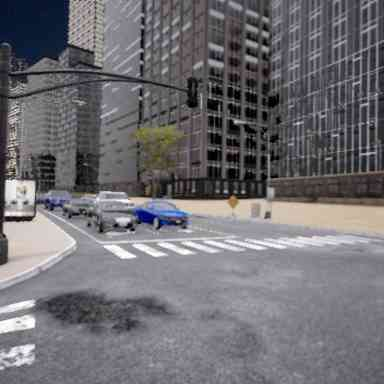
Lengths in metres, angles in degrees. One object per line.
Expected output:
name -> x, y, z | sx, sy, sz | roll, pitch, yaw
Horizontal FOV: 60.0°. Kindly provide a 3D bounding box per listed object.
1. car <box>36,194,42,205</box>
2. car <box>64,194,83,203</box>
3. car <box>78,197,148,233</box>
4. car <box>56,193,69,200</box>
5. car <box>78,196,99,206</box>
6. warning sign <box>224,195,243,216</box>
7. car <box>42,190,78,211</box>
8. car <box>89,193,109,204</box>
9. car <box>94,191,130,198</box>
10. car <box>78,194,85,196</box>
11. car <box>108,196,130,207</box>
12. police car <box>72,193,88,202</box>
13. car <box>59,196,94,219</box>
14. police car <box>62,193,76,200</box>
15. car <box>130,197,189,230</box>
car -> -21.599, 1.053, 47.880 | 1.837, 1.490, 4.892 | 2, -1, -31
car -> -21.305, 1.179, 59.826 | 2.128, 1.511, 4.902 | 2, -1, -32
car -> -4.329, 1.218, 17.608 | 2.128, 1.511, 4.902 | 2, -1, -28
car -> -33.297, 1.116, 85.320 | 1.801, 1.575, 5.366 | 2, -1, -35
car -> -16.003, 1.305, 51.322 | 1.994, 1.385, 4.181 | 2, -1, -31
warning sign -> 3.646, 1.193, 29.561 | 1.300, 1.860, 1.060 | 1, -1, -29
car -> -13.895, 0.841, 34.761 | 2.150, 2.045, 5.566 | 2, -1, -30
car -> -16.108, 1.163, 57.546 | 2.097, 1.767, 4.553 | 2, -1, -32
car -> -6.676, 0.988, 28.647 | 2.150, 2.045, 5.566 | 2, -1, -30
car -> -11.611, 1.238, 37.261 | 1.812, 1.442, 4.674 | 2, -1, -30
car -> -10.782, 1.391, 48.915 | 1.812, 1.442, 4.674 | 2, -1, -30
police car -> -24.175, 1.179, 71.896 | 1.930, 1.638, 5.238 | 2, -1, -33
car -> -8.607, 1.242, 25.419 | 1.994, 1.385, 4.181 | 2, -1, -29
police car -> -29.807, 1.121, 80.272 | 1.930, 1.638, 5.238 | 2, -1, -34
car -> -1.906, 1.298, 19.970 | 1.882, 1.535, 5.008 | 2, -1, -29
